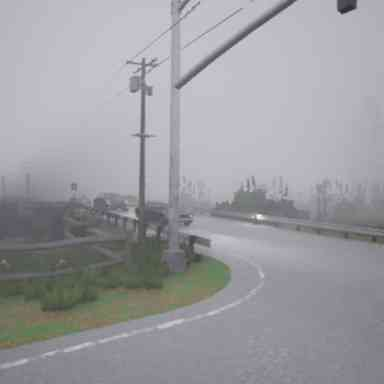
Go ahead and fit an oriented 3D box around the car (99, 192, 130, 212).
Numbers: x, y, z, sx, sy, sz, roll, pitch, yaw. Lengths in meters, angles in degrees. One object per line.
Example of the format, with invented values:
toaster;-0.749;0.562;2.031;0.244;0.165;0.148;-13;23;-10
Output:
car;-7.151;0.819;29.278;2.097;1.767;4.553;1;0;-32

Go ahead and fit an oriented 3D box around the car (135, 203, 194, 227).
car;-1.819;1.370;20.746;1.895;1.301;4.718;1;2;-33
